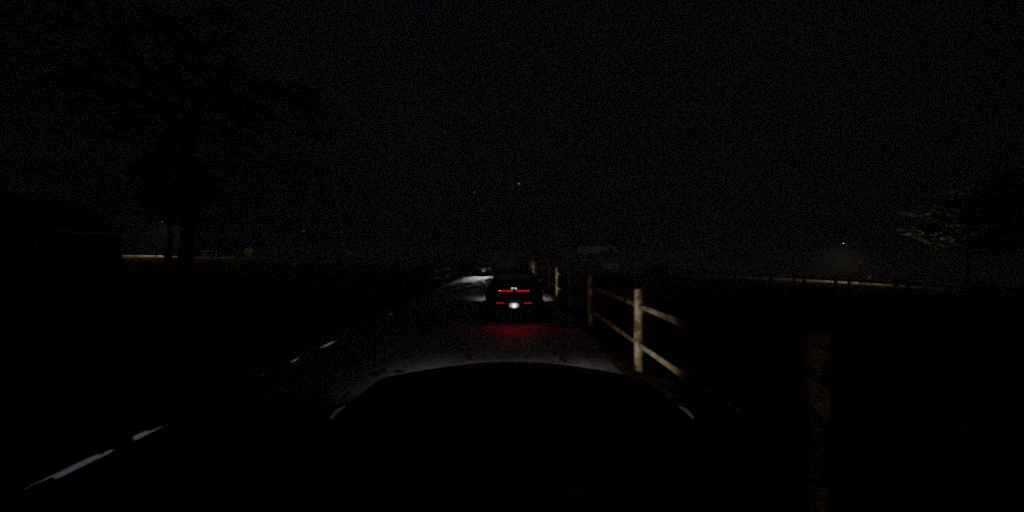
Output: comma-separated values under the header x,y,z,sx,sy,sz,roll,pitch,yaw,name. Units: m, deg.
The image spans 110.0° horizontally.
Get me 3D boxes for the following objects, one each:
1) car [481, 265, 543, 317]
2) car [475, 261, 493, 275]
x,y,z,sx,sy,sz,roll,pitch,yaw,name
0.081,1.232,13.073,1.837,1.490,4.892,0,0,0,car
-2.845,1.262,38.167,2.128,1.511,4.902,0,0,0,car
